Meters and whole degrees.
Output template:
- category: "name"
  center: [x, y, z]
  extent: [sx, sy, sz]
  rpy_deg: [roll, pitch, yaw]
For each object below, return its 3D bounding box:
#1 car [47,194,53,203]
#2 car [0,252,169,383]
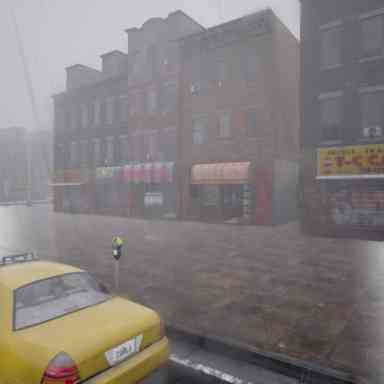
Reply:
- category: "car"
  center: [-17.512, 0.477, 46.906]
  extent: [2.150, 2.045, 5.566]
  rpy_deg: [0, 2, 35]
- category: "car"
  center: [-2.544, 1.526, 4.625]
  extent: [4.829, 1.417, 1.752]
  rpy_deg: [0, 0, 36]
